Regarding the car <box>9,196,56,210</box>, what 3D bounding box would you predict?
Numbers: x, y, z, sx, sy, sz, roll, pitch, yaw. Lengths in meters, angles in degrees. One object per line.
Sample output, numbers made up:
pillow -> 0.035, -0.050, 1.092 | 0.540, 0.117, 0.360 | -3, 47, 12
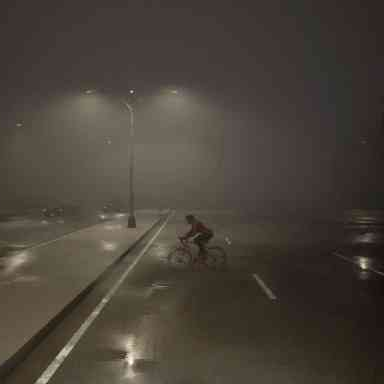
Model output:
car -> -20.762, 1.478, 42.835 | 5.008, 1.535, 1.882 | 0, 0, 0

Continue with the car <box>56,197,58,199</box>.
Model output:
car -> -19.575, 1.352, 46.339 | 4.553, 1.767, 2.097 | 0, 0, 0

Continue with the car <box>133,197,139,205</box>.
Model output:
car -> -11.651, 1.492, 57.030 | 4.902, 1.511, 2.128 | 0, 0, 0

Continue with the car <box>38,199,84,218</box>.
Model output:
car -> -11.525, 1.601, 30.027 | 1.895, 1.301, 4.718 | 0, 0, 4

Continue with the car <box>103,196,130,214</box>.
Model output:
car -> -8.228, 1.505, 35.957 | 1.837, 1.490, 4.892 | 1, 0, 0

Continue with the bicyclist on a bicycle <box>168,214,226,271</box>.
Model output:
bicyclist on a bicycle -> 0.131, 1.455, 9.425 | 1.656, 1.620, 0.582 | -2, 0, -2

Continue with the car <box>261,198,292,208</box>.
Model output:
car -> 11.725, 1.564, 46.487 | 4.181, 1.385, 1.994 | 0, 0, 0
